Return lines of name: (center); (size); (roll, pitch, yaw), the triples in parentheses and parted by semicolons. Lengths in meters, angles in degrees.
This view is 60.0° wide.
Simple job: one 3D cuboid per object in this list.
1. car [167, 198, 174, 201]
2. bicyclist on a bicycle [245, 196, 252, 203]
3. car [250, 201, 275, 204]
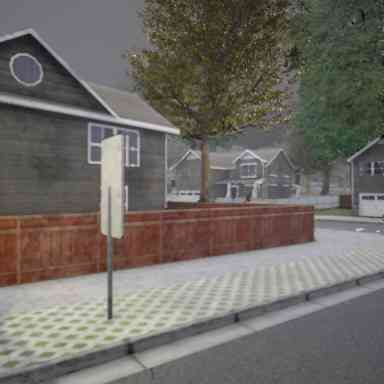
car: (-2.459, 1.322, 29.875); (4.902, 1.511, 2.128); (1, 0, 43)
bicyclist on a bicycle: (5.224, 1.183, 30.737); (0.582, 1.620, 1.656); (1, 1, 43)
car: (5.053, 1.397, 22.901); (5.008, 1.535, 1.882); (1, 0, 43)
